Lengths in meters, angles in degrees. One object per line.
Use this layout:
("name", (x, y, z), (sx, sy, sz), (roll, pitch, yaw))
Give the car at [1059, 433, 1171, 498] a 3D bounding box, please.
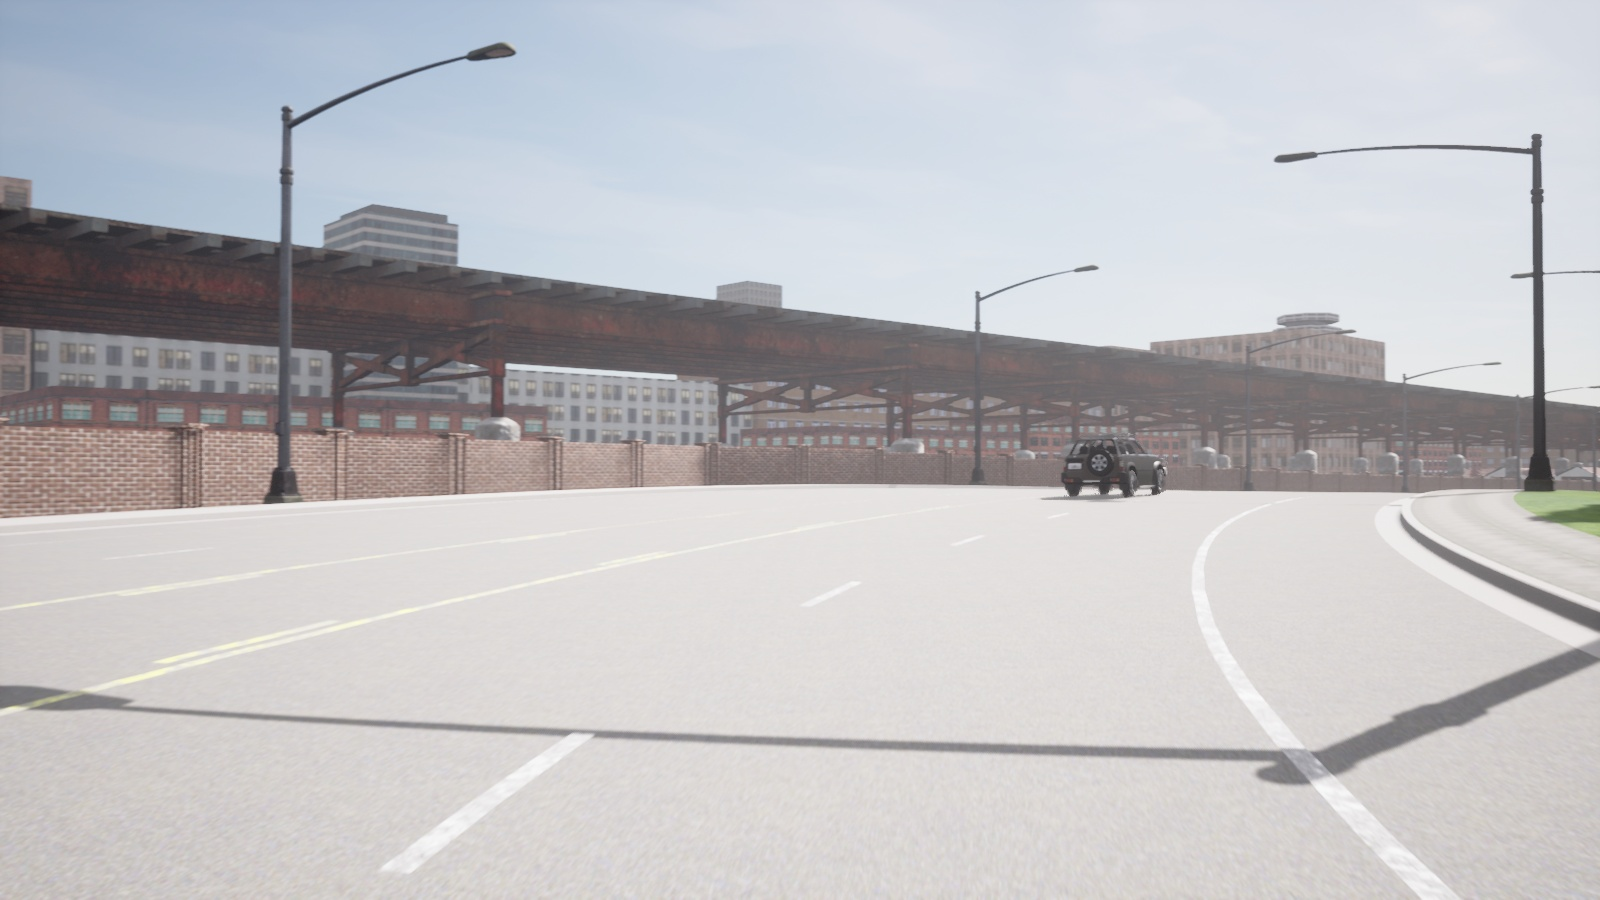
("car", (9.534, 0.470, 37.790), (1.932, 1.855, 4.605), (-1, -1, 32))
